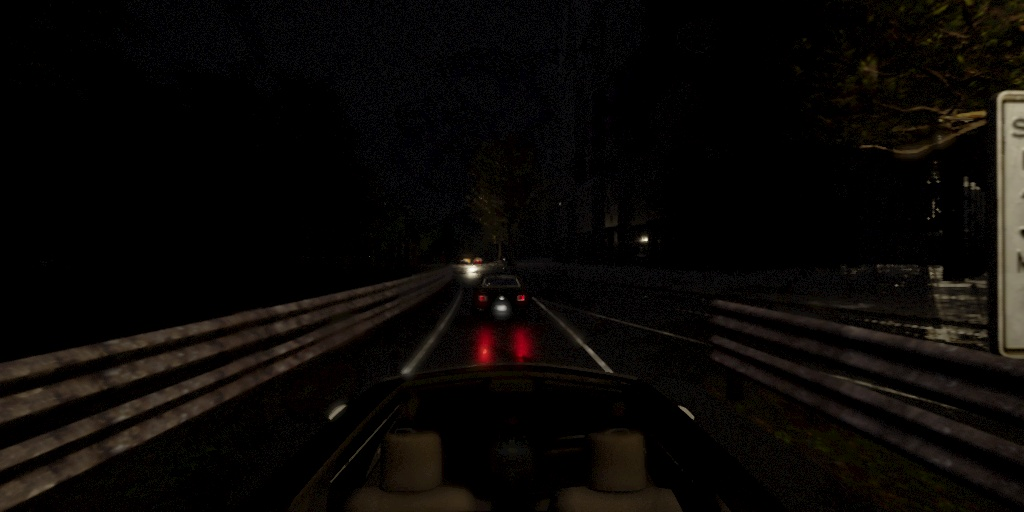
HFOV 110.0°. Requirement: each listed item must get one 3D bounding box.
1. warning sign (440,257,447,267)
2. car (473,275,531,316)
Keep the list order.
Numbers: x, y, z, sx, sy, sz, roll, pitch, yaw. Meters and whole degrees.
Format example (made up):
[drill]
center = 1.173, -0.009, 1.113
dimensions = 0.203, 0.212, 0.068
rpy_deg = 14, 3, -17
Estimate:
[warning sign]
center = -12.326, 0.983, 64.263
dimensions = 1.300, 1.860, 1.060
rpy_deg = 0, 0, -9
[car]
center = -0.466, 1.359, 13.555
dimensions = 1.895, 1.301, 4.718
rpy_deg = 0, 0, -4
